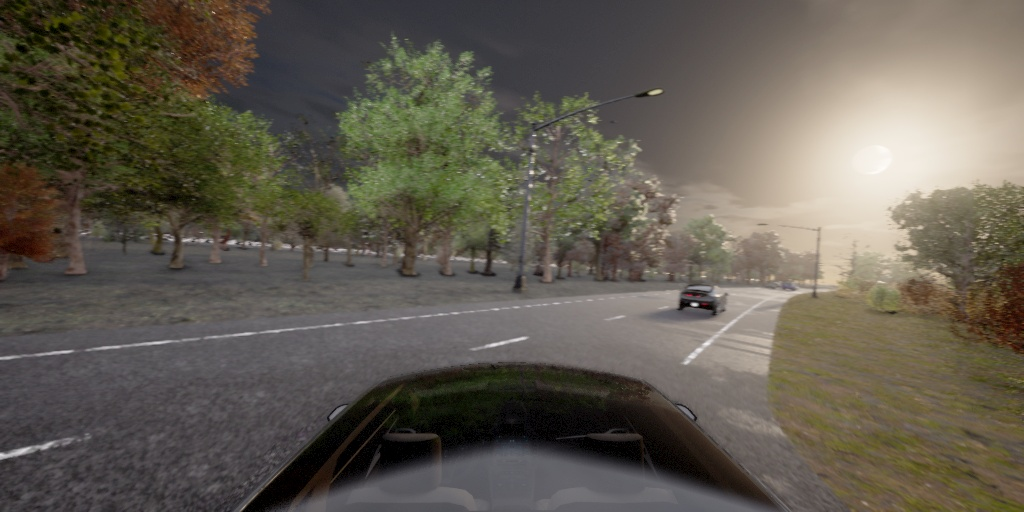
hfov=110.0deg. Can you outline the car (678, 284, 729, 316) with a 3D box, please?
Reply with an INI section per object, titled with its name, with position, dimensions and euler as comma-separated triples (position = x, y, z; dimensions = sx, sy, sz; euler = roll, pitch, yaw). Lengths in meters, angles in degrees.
[car]
position = 10.553, 2.294, 19.729
dimensions = 1.837, 1.490, 4.892
euler = 4, -1, 38
